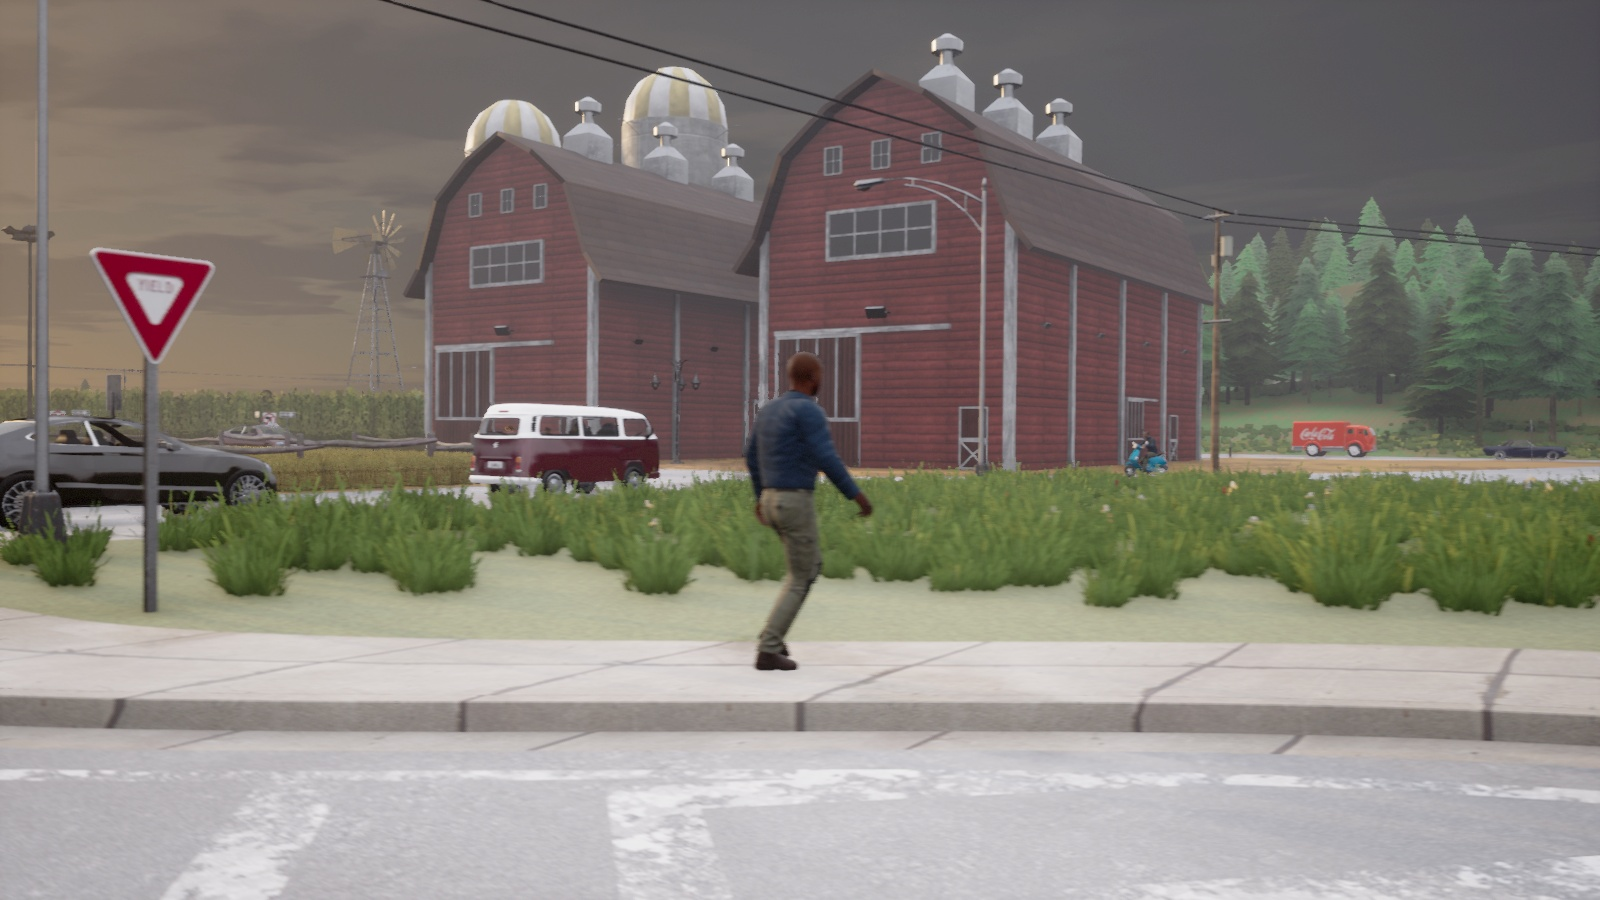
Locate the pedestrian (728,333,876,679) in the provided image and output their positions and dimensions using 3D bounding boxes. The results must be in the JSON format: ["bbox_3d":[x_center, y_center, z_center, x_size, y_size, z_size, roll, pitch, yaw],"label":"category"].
[{"bbox_3d":[0.016,0.290,7.006,0.726,1.835,0.370,-1,1,-35],"label":"pedestrian"}]

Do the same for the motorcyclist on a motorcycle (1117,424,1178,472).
[{"bbox_3d":[11.801,-0.070,42.635,1.817,1.590,0.866,-1,1,-22],"label":"motorcyclist on a motorcycle"}]

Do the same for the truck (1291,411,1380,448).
[{"bbox_3d":[36.982,-1.417,86.768,5.204,2.467,2.627,0,1,35],"label":"truck"}]

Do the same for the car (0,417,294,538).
[{"bbox_3d":[-10.662,0.340,19.252,2.152,1.651,5.027,0,1,34],"label":"car"}]

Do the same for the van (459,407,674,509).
[{"bbox_3d":[-5.009,0.121,27.542,2.069,2.038,4.480,0,1,34],"label":"van"}]

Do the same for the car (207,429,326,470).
[{"bbox_3d":[-22.690,-0.021,53.366,5.027,1.651,2.152,0,1,32],"label":"car"}]

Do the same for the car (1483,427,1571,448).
[{"bbox_3d":[46.437,-0.825,80.238,4.718,1.301,1.895,0,1,35],"label":"car"}]
